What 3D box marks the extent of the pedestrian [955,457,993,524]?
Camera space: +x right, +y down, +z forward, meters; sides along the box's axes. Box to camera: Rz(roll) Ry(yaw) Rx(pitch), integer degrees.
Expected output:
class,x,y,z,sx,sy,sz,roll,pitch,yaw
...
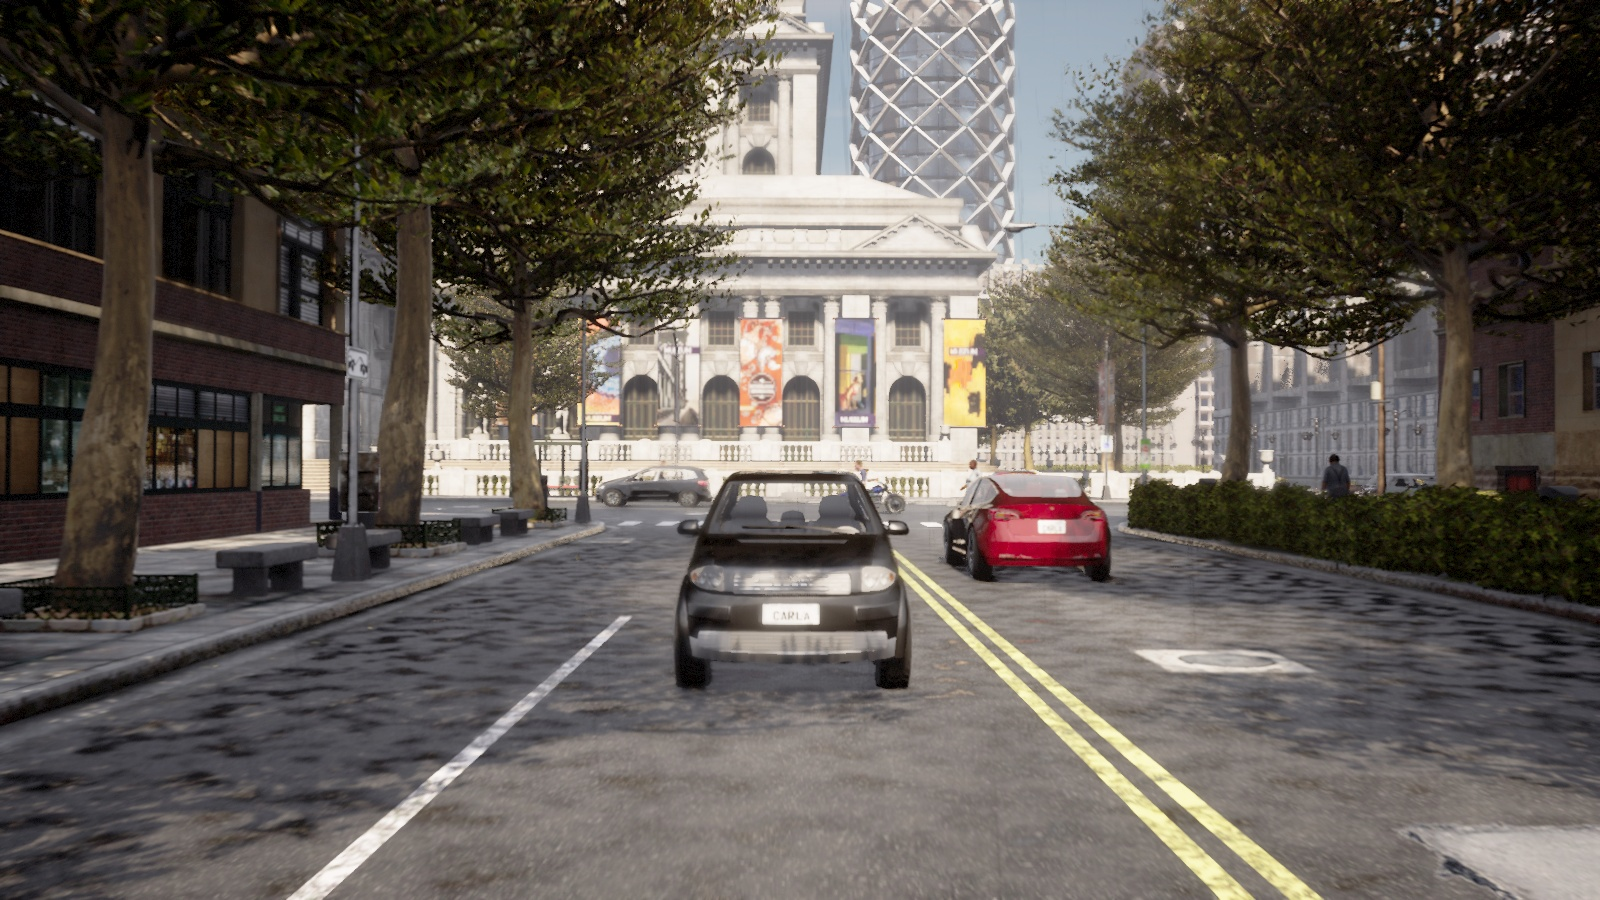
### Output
class,x,y,z,sx,sy,sz,roll,pitch,yaw
pedestrian,4.916,1.131,35.541,0.900,1.855,0.874,0,-1,-4

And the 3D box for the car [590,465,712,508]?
class,x,y,z,sx,sy,sz,roll,pitch,yaw
car,-5.903,1.433,50.289,4.611,1.667,2.242,0,-1,0

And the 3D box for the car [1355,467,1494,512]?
class,x,y,z,sx,sy,sz,roll,pitch,yaw
car,21.459,1.340,43.249,3.806,1.475,1.970,0,-1,0

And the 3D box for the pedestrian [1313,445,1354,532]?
class,x,y,z,sx,sy,sz,roll,pitch,yaw
pedestrian,11.452,0.827,26.978,0.540,1.848,0.694,0,-1,-6

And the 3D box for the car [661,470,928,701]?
class,x,y,z,sx,sy,sz,roll,pitch,yaw
car,-0.048,0.947,10.300,1.789,1.549,3.705,0,-1,0

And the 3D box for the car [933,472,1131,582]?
class,x,y,z,sx,sy,sz,roll,pitch,yaw
car,3.415,1.090,19.495,2.163,1.488,4.792,0,-1,0

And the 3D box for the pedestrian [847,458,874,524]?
class,x,y,z,sx,sy,sz,roll,pitch,yaw
pedestrian,1.697,1.140,35.223,0.706,1.836,0.354,0,-1,-1

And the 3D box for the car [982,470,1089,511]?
class,x,y,z,sx,sy,sz,roll,pitch,yaw
car,8.743,1.492,46.766,3.633,1.501,1.845,0,-1,0

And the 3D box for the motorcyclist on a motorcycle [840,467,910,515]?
class,x,y,z,sx,sy,sz,roll,pitch,yaw
motorcyclist on a motorcycle,2.577,1.400,43.277,2.350,1.649,0.766,0,-1,0
